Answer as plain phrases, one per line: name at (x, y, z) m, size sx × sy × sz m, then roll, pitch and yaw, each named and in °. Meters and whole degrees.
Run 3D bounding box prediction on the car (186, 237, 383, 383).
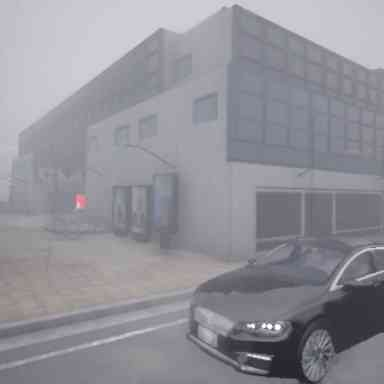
car at (2.191, 1.559, 5.557) m, size 4.902 × 1.511 × 2.128 m, roll 1°, pitch -1°, yaw -35°
